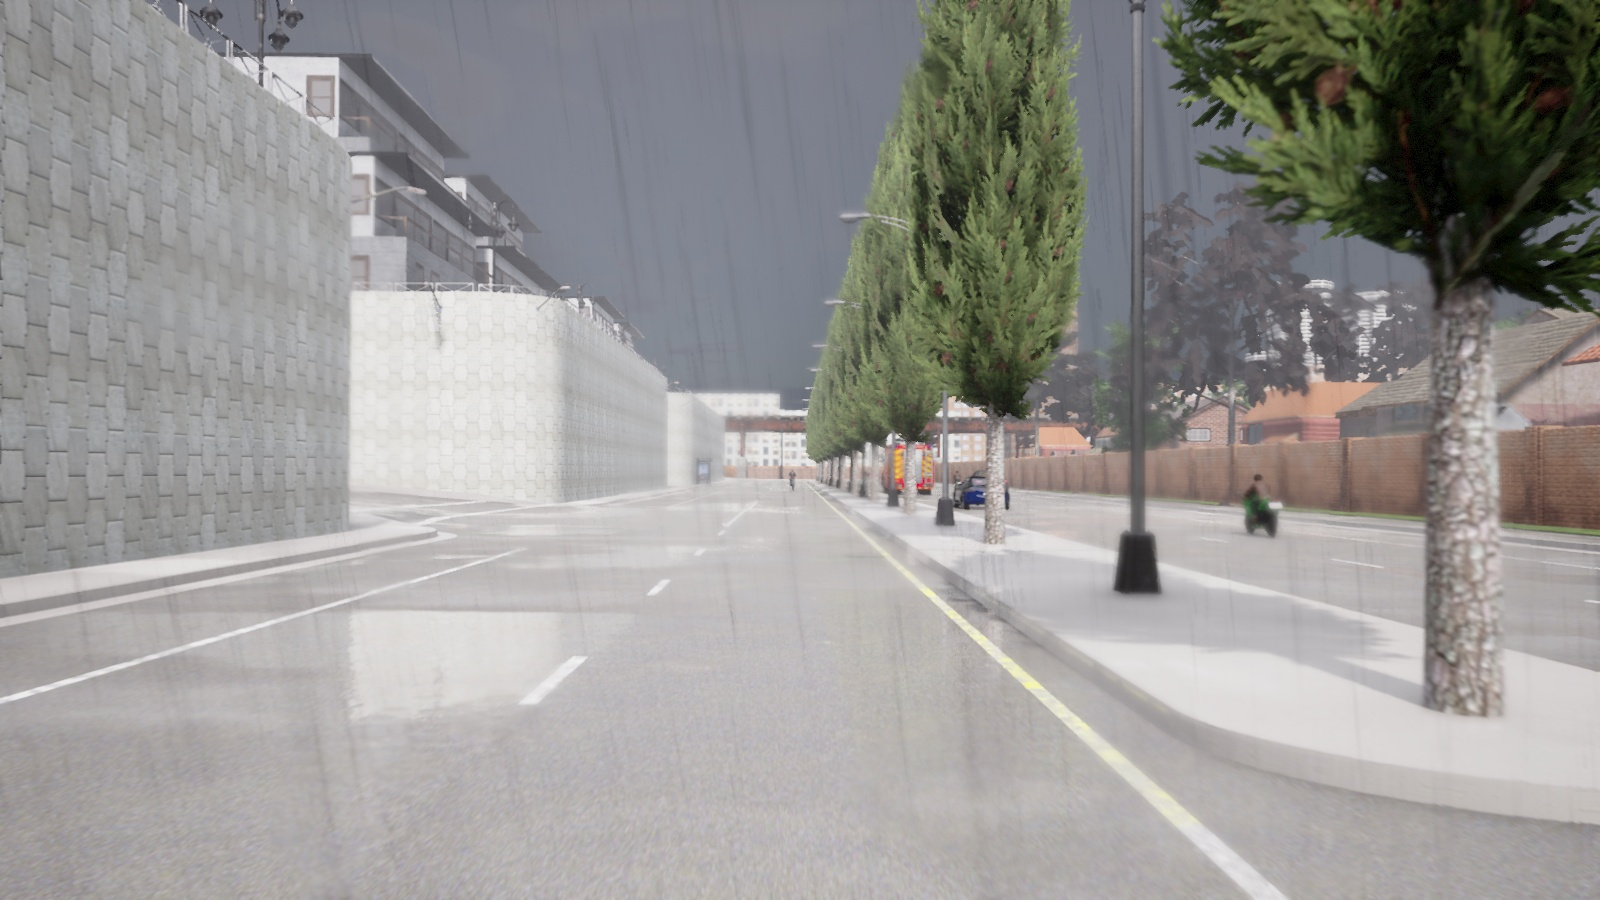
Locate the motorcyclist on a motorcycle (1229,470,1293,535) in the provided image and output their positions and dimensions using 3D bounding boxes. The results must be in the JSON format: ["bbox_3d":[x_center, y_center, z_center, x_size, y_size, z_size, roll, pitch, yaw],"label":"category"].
[{"bbox_3d":[11.313,1.268,30.908,0.797,1.523,2.044,0,-1,0],"label":"motorcyclist on a motorcycle"}]

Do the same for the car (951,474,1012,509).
[{"bbox_3d":[7.673,1.742,53.430,1.994,1.385,4.181,0,-1,0],"label":"car"}]

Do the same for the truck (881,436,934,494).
[{"bbox_3d":[7.455,1.090,87.820,2.891,3.827,8.468,0,-1,0],"label":"truck"}]
